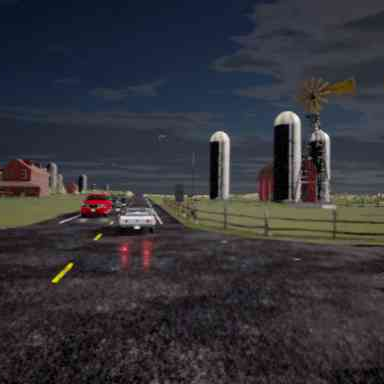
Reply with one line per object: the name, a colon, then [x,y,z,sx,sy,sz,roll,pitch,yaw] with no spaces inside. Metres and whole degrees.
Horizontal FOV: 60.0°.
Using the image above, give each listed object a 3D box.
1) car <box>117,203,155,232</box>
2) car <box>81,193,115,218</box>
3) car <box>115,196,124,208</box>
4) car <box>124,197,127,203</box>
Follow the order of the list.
car: [-3.235,1.582,19.832,1.895,1.301,4.718,1,0,-9]
car: [-8.485,1.136,29.976,2.150,2.045,5.566,1,0,-8]
car: [-10.653,1.275,44.573,2.097,1.767,4.553,1,0,-8]
car: [-13.317,1.540,62.970,1.994,1.385,4.181,1,0,-8]
